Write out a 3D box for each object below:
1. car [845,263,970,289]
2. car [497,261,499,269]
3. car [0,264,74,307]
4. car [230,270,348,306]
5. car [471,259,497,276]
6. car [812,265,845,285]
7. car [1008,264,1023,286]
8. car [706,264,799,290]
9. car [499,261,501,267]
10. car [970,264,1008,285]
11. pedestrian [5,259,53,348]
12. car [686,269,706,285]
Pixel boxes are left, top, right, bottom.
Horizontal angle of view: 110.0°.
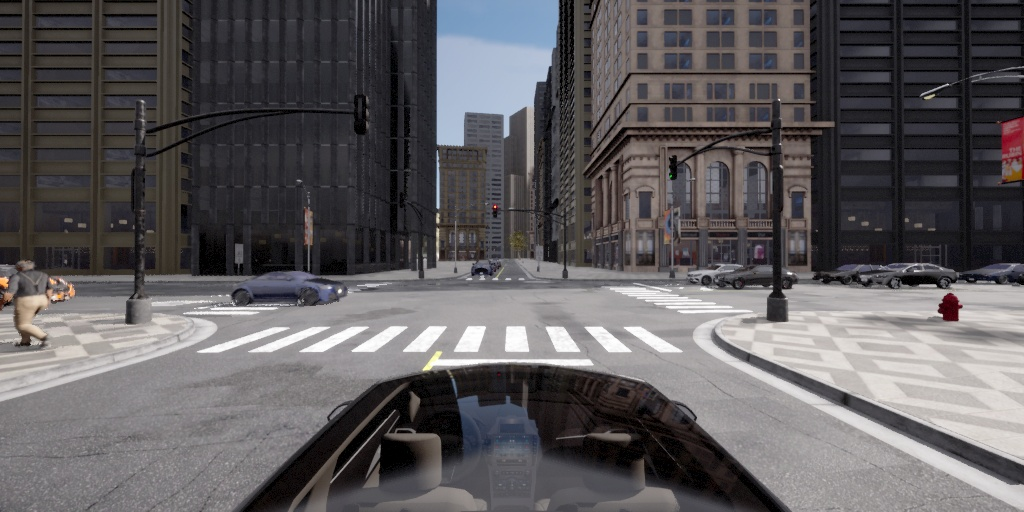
[{"bbox_3d":[23.817,1.181,21.738,4.902,1.511,2.128,0,0,0],"label":"car"},{"bbox_3d":[-3.046,1.373,46.661,1.994,1.385,4.181,0,0,0],"label":"car"},{"bbox_3d":[-21.519,1.136,15.013,4.553,1.767,2.097,0,0,0],"label":"car"},{"bbox_3d":[-9.218,1.302,15.019,4.181,1.385,1.994,0,0,0],"label":"car"},{"bbox_3d":[-3.039,1.141,37.641,2.097,1.767,4.553,0,0,0],"label":"car"},{"bbox_3d":[24.225,1.259,24.990,5.357,1.411,2.033,0,0,0],"label":"car"},{"bbox_3d":[33.689,1.230,21.737,4.181,1.385,1.994,0,0,0],"label":"car"},{"bbox_3d":[14.707,1.238,21.726,4.674,1.442,1.812,0,0,-1],"label":"car"},{"bbox_3d":[-3.032,1.397,56.581,1.994,1.385,4.181,0,0,1],"label":"car"},{"bbox_3d":[34.653,1.235,24.994,5.357,1.411,2.033,0,0,-1],"label":"car"},{"bbox_3d":[-9.535,0.890,7.099,0.375,1.860,0.375,0,0,0],"label":"pedestrian"},{"bbox_3d":[14.643,1.262,24.986,4.674,1.442,1.812,0,0,0],"label":"car"}]
